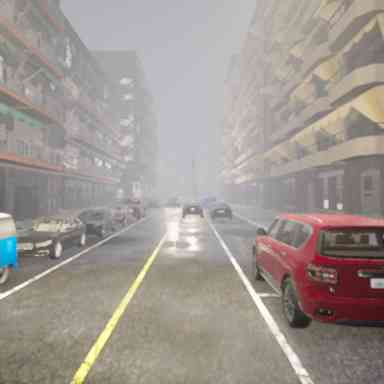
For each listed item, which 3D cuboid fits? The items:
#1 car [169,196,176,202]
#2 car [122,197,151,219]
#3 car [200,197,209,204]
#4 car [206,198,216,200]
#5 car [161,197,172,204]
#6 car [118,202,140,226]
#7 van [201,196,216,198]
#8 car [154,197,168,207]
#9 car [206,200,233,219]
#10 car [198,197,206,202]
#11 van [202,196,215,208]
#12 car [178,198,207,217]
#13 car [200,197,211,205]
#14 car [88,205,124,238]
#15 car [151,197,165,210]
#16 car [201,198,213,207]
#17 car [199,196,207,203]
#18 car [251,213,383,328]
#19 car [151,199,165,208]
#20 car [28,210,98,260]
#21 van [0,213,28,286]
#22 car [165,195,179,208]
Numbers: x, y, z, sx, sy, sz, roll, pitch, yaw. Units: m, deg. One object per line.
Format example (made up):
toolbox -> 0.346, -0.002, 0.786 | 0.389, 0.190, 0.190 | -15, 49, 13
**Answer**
car -> -5.339, 1.855, 91.791 | 1.752, 1.417, 4.829 | 1, 0, 0
car -> -5.312, 1.416, 29.583 | 2.192, 1.841, 5.009 | 1, 0, 0
car -> 2.554, 1.770, 69.479 | 1.752, 1.417, 4.829 | 1, 0, 0
car -> 2.564, 1.672, 35.285 | 2.008, 1.369, 4.403 | 1, 0, 0
car -> -5.327, 1.794, 69.278 | 2.008, 1.369, 4.403 | 1, 0, 0
car -> -5.313, 1.632, 23.911 | 2.008, 1.369, 4.403 | 1, 0, 0
van -> 2.563, 1.503, 46.628 | 1.690, 1.788, 3.998 | 1, 0, 0
car -> -5.322, 1.642, 57.937 | 1.967, 1.590, 4.097 | 1, 0, 0
car -> 2.565, 1.667, 29.614 | 1.947, 1.339, 4.313 | 1, 0, 0
car -> 2.548, 1.890, 86.322 | 1.802, 1.307, 4.206 | 1, 0, 0
van -> 2.561, 1.523, 52.298 | 1.690, 1.788, 3.998 | 1, 0, 0
car -> 0.080, 1.615, 32.459 | 2.163, 1.488, 4.792 | 0, 0, 0
car -> 2.555, 1.768, 63.638 | 1.887, 1.381, 4.507 | 1, 0, 0
car -> -5.312, 1.628, 18.240 | 1.947, 1.339, 4.313 | 1, 0, 0
car -> -5.319, 1.601, 46.595 | 1.967, 1.590, 4.097 | 1, 0, 0
car -> 2.557, 1.768, 57.968 | 1.947, 1.339, 4.313 | 1, 0, 0
car -> 2.550, 1.812, 80.821 | 1.752, 1.417, 4.829 | 1, 0, 0
car -> 2.575, 1.339, 6.931 | 2.192, 1.841, 5.009 | 1, 0, 0
car -> -5.322, 1.763, 52.265 | 1.802, 1.307, 4.206 | 1, 0, 0
car -> -5.310, 1.593, 12.569 | 2.008, 1.369, 4.403 | 1, 0, 0
van -> -5.306, 1.365, 6.899 | 1.690, 1.788, 3.998 | 1, 0, 0
car -> -2.843, 1.530, 50.990 | 2.097, 1.767, 4.553 | 0, 0, 0
